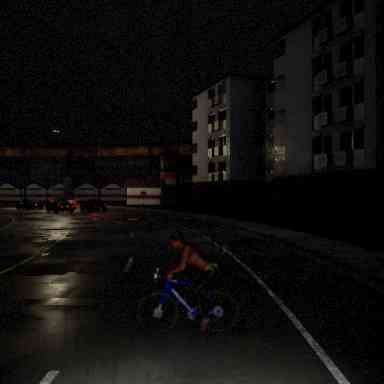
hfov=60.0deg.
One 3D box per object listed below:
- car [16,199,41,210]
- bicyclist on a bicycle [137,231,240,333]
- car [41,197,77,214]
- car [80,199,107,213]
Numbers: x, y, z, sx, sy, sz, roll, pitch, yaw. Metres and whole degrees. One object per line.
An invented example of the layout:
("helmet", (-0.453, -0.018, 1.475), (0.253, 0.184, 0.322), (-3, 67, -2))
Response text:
("car", (-20.928, 1.564, 42.799), (4.181, 1.385, 1.994), (0, 0, 40))
("bicyclist on a bicycle", (-0.068, 1.453, 5.306), (1.656, 1.620, 0.582), (-1, 0, 0))
("car", (-14.390, 1.547, 36.269), (2.033, 1.411, 5.357), (0, 0, -38))
("car", (-11.183, 1.525, 37.742), (1.812, 1.442, 4.674), (0, 0, -37))
